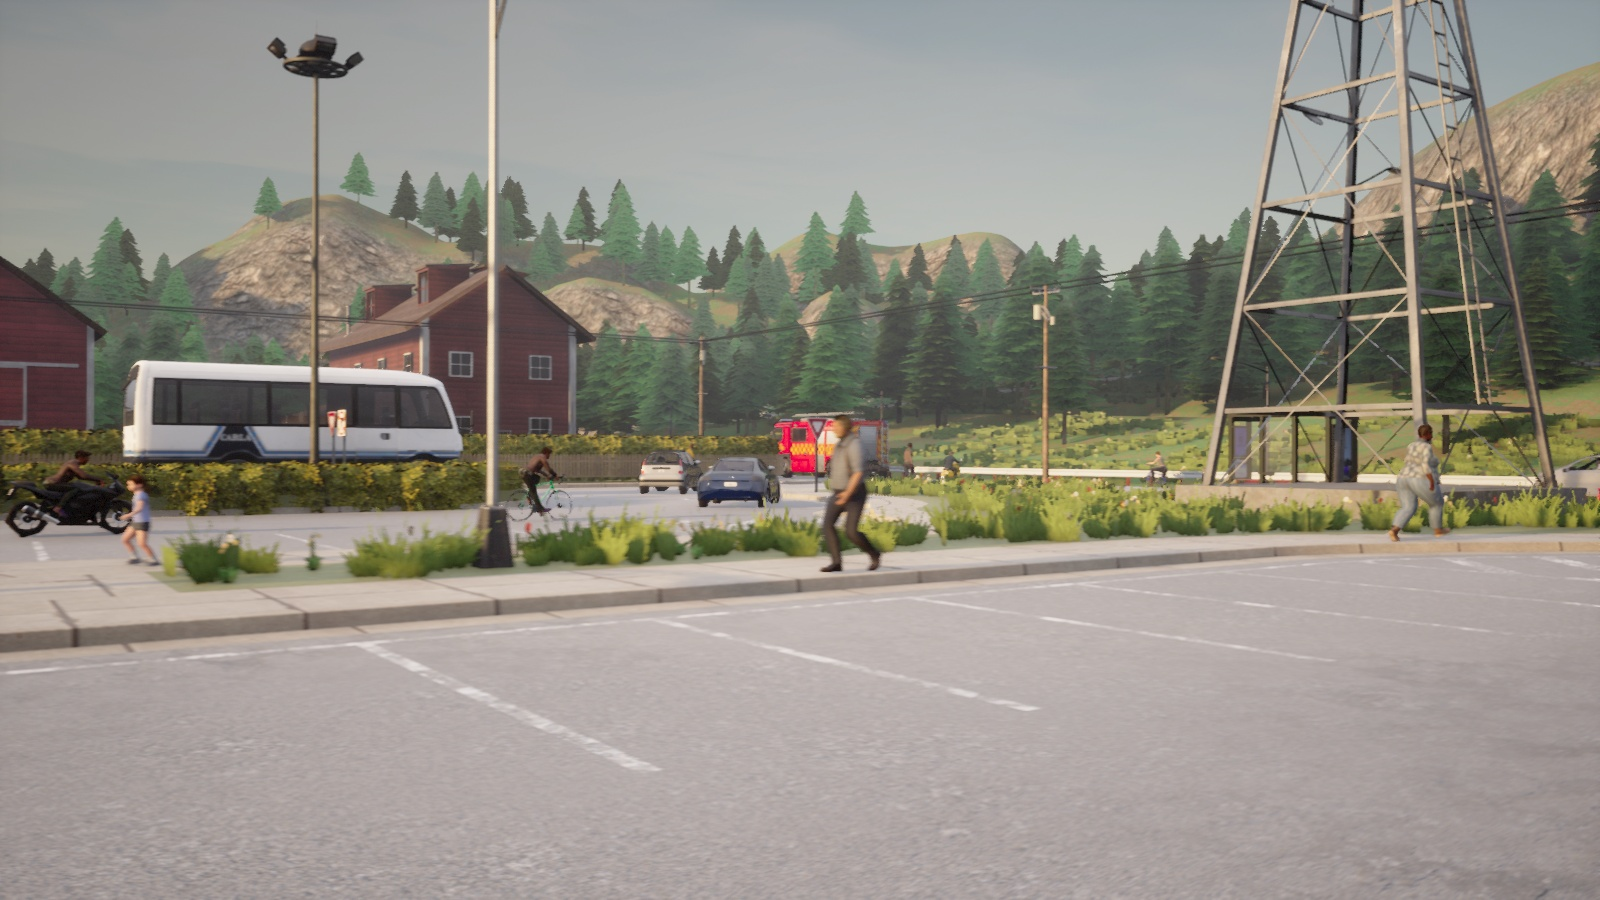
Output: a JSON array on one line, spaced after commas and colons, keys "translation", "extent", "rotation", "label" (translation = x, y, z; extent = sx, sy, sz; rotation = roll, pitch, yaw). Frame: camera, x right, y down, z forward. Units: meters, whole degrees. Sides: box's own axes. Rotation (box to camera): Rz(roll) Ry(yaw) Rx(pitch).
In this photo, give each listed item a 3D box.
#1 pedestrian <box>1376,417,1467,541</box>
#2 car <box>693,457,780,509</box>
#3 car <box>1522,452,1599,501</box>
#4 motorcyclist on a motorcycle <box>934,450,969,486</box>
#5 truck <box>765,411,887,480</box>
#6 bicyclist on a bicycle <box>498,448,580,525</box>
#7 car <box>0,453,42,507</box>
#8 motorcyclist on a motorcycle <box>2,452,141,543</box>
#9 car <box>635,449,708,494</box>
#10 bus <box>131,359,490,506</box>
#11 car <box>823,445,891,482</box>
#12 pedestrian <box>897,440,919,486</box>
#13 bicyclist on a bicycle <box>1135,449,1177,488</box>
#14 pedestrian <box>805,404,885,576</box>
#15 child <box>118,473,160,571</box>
[{"translation": [9.549, 0.427, 19.315], "extent": [0.900, 1.855, 0.874], "rotation": [0, 0, -14], "label": "pedestrian"}, {"translation": [-1.742, 0.901, 35.780], "extent": [1.994, 1.385, 4.181], "rotation": [0, 0, 4], "label": "car"}, {"translation": [24.940, 0.802, 39.296], "extent": [1.845, 1.501, 3.633], "rotation": [0, 0, -34], "label": "car"}, {"translation": [6.966, 0.825, 57.689], "extent": [0.866, 1.590, 1.817], "rotation": [-2, -1, 33], "label": "motorcyclist on a motorcycle"}, {"translation": [1.412, -0.240, 74.402], "extent": [2.891, 3.827, 8.468], "rotation": [0, 0, -34], "label": "truck"}, {"translation": [-5.640, 0.776, 27.181], "extent": [1.656, 1.620, 0.582], "rotation": [1, -1, -42], "label": "bicyclist on a bicycle"}, {"translation": [-24.181, 0.837, 35.208], "extent": [4.902, 1.511, 2.128], "rotation": [0, 0, -34], "label": "car"}, {"translation": [-12.777, 0.807, 22.057], "extent": [2.044, 1.523, 0.797], "rotation": [1, -1, -34], "label": "motorcyclist on a motorcycle"}, {"translation": [-4.750, 0.768, 46.954], "extent": [1.851, 1.617, 3.988], "rotation": [0, 0, 8], "label": "car"}, {"translation": [-15.778, -0.498, 40.908], "extent": [10.273, 4.253, 3.944], "rotation": [0, 0, -34], "label": "bus"}, {"translation": [2.954, 0.695, 65.346], "extent": [1.905, 1.878, 3.866], "rotation": [0, 0, -26], "label": "car"}, {"translation": [4.310, 0.514, 50.084], "extent": [0.869, 1.805, 0.328], "rotation": [0, 0, -41], "label": "pedestrian"}, {"translation": [15.241, 0.781, 53.775], "extent": [0.866, 1.612, 1.509], "rotation": [0, 0, -34], "label": "bicyclist on a bicycle"}, {"translation": [0.500, 0.433, 13.939], "extent": [0.694, 1.848, 0.540], "rotation": [0, 0, -35], "label": "pedestrian"}, {"translation": [-7.697, 0.832, 14.621], "extent": [0.394, 1.110, 0.255], "rotation": [0, 0, -40], "label": "child"}]
